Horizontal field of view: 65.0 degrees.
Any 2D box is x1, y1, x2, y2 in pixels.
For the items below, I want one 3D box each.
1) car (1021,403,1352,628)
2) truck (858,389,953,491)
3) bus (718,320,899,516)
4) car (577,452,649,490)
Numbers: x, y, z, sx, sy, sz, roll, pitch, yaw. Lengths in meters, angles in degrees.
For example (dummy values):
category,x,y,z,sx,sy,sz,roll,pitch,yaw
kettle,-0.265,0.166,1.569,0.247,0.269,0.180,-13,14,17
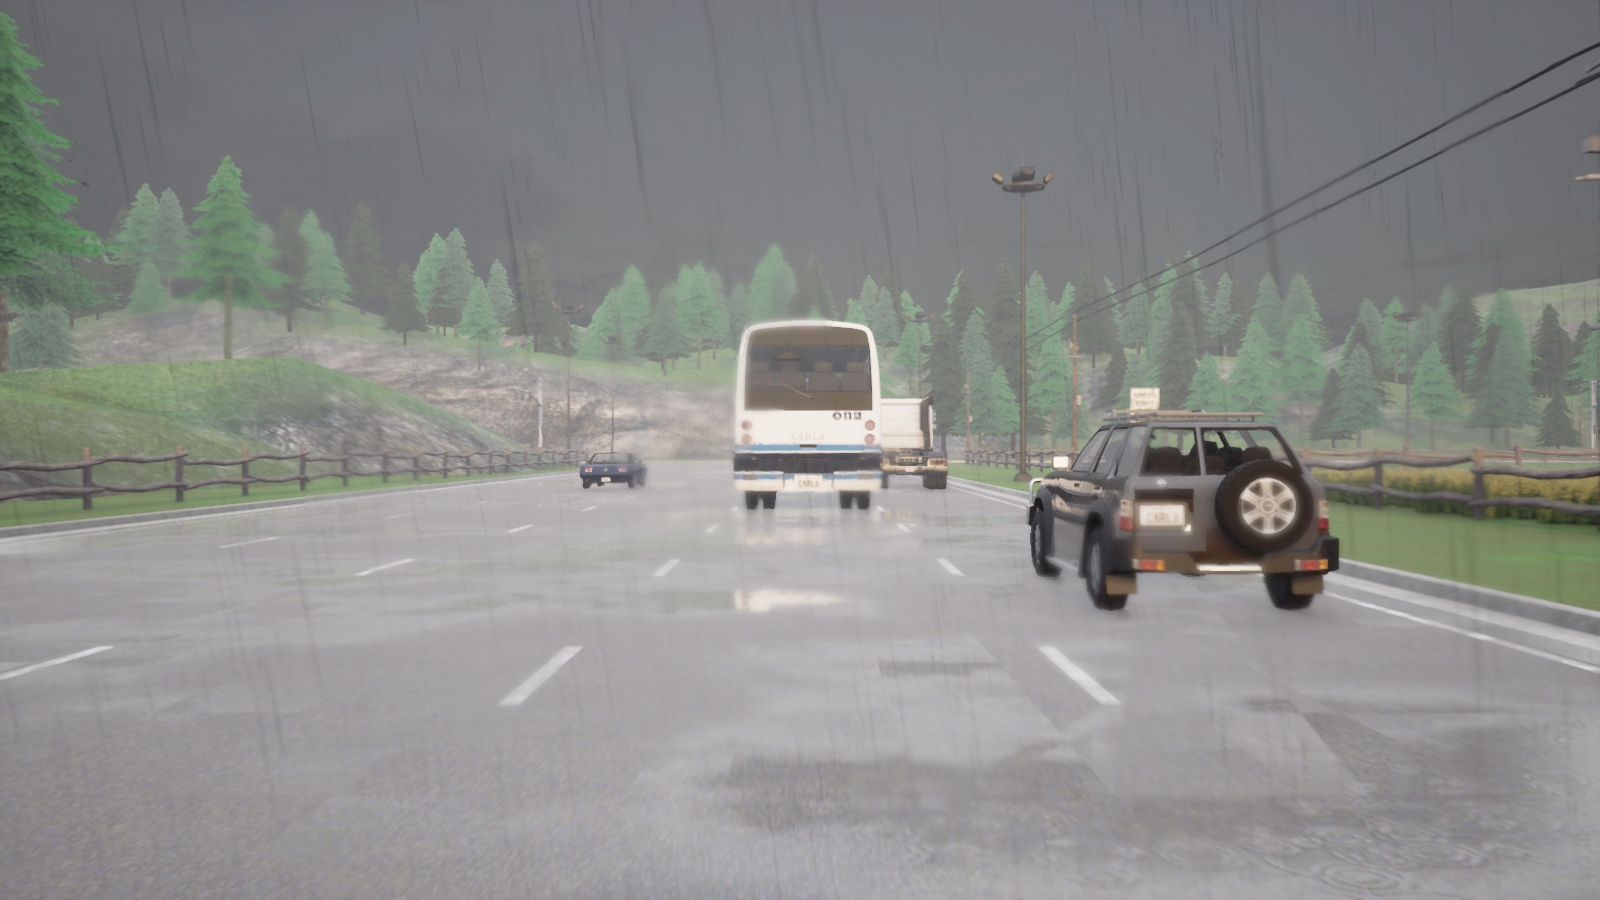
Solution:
category,x,y,z,sx,sy,sz,roll,pitch,yaw
car,3.588,0.532,12.641,1.932,1.855,4.605,0,0,0
truck,3.786,-0.358,46.855,2.891,3.462,7.936,0,0,0
bus,0.210,-0.717,32.439,3.944,4.253,10.273,0,0,0
car,-6.722,0.718,45.713,1.895,1.301,4.718,0,0,0
